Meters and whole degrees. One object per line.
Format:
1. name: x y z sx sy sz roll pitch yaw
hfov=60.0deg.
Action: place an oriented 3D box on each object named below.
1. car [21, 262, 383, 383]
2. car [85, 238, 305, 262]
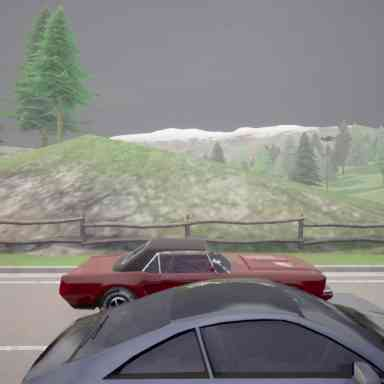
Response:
1. car: 0.706 1.564 2.980 4.181 1.385 1.994 0 0 -1
2. car: 0.110 1.601 6.471 4.718 1.301 1.895 0 0 -1
